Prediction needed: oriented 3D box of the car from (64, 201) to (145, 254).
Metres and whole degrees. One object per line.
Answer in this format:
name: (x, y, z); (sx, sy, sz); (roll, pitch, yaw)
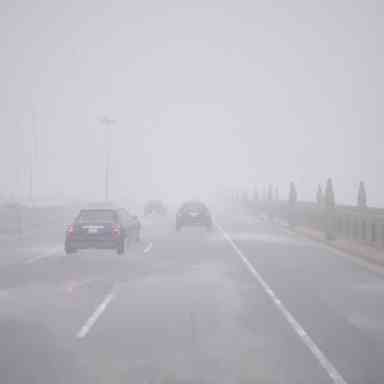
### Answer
car: (-3.400, 1.350, 13.551); (2.097, 1.767, 4.553); (0, 0, 0)

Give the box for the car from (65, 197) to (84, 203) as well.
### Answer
car: (-17.506, 1.496, 49.799); (2.128, 1.511, 4.902); (0, 0, 0)

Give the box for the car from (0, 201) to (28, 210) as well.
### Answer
car: (-14.086, 1.477, 24.694); (1.882, 1.535, 5.008); (0, 0, 0)

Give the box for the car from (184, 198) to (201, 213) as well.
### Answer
car: (0.090, 1.479, 38.922); (1.882, 1.535, 5.008); (0, 0, 0)

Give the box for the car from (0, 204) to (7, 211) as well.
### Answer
car: (-6.901, 1.349, 8.080); (2.097, 1.767, 4.553); (0, 0, 0)

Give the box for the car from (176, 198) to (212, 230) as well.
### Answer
car: (0.100, 1.351, 21.089); (2.097, 1.767, 4.553); (0, 0, 0)

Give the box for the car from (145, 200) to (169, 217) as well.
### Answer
car: (-3.401, 1.505, 31.743); (1.837, 1.490, 4.892); (0, 0, 0)
